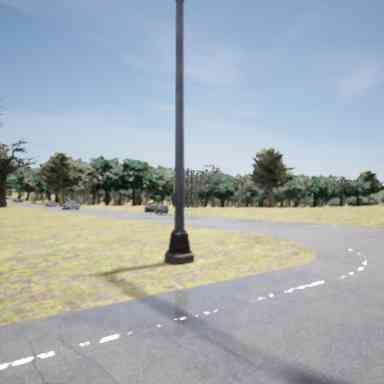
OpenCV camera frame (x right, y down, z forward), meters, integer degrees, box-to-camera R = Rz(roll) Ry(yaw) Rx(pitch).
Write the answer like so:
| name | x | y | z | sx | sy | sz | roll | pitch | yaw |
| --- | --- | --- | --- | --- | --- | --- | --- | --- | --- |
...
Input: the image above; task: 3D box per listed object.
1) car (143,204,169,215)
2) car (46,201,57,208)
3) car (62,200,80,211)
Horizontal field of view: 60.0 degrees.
| name | x | y | z | sx | sy | sz | roll | pitch | yaw |
| --- | --- | --- | --- | --- | --- | --- | --- | --- | --- |
| car | -5.105 | 2.381 | 46.855 | 2.128 | 1.511 | 4.902 | 3 | -3 | -36 |
| car | -33.581 | 2.860 | 79.645 | 2.097 | 1.767 | 4.553 | 3 | -2 | -30 |
| car | -20.638 | 2.308 | 56.863 | 2.097 | 1.767 | 4.553 | 3 | -3 | -33 |
